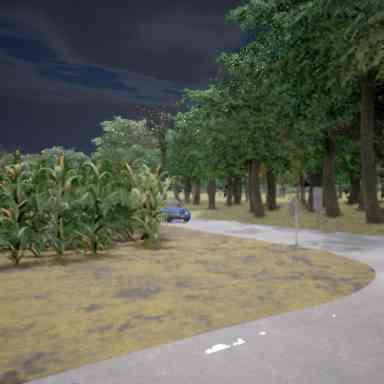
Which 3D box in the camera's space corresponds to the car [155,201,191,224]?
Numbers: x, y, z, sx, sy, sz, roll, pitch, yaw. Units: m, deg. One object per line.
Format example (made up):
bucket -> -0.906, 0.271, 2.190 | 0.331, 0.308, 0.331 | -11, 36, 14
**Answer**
car -> -2.173, 1.941, 33.012 | 2.150, 2.045, 5.566 | -1, -1, -29
